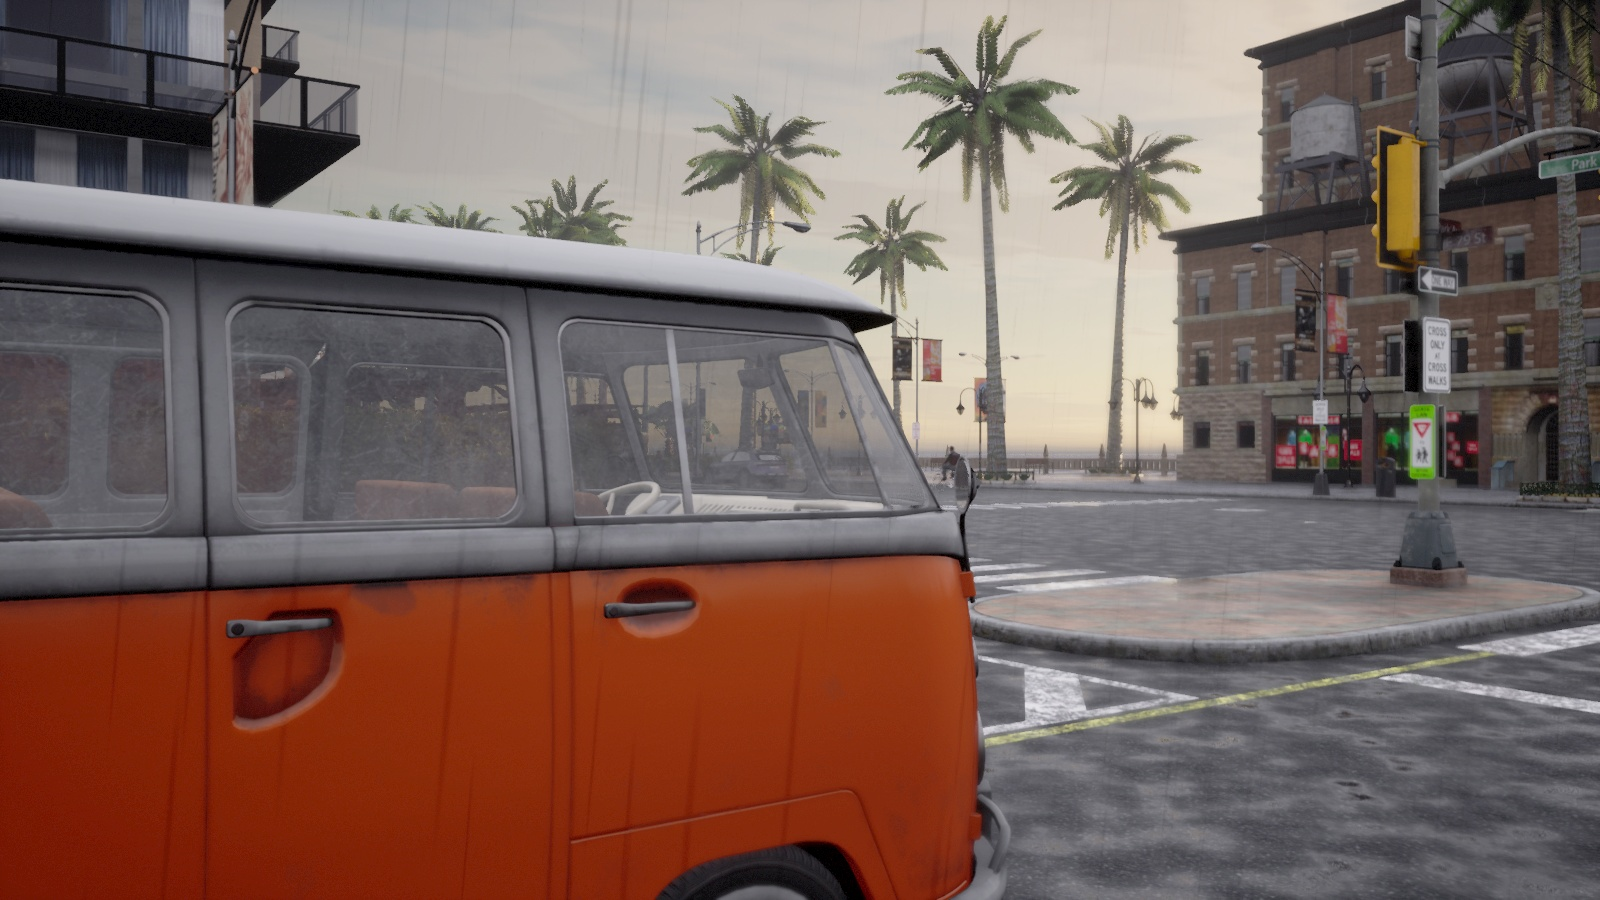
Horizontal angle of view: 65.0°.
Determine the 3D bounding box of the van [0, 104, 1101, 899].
[{"bbox_3d":[-1.590,0.504,2.553,4.442,1.987,1.775,0,0,-35],"label":"van"}]
